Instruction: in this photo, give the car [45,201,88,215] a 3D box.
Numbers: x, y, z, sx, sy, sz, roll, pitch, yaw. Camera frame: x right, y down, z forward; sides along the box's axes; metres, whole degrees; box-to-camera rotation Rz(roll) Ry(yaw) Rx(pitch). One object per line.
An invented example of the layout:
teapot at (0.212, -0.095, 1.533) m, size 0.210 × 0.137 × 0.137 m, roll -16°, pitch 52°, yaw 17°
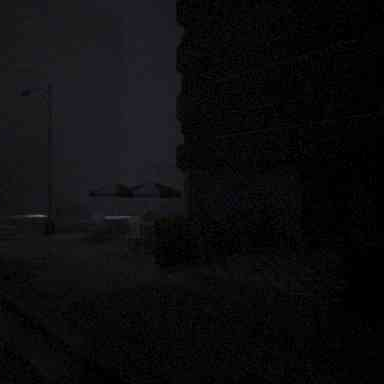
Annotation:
car at (-12.981, 1.619, 34.495) m, size 1.994 × 1.385 × 4.181 m, roll 0°, pitch 0°, yaw 45°
